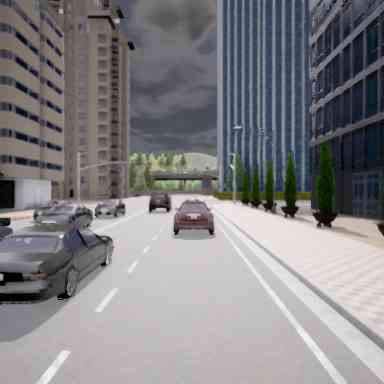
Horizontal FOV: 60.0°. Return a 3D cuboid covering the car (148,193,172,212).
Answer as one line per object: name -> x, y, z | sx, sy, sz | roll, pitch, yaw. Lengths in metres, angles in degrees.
car -> -3.420, 1.086, 36.409 | 2.150, 2.045, 5.566 | 0, 0, 1

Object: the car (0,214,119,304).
car -> -3.405, 1.517, 8.288 | 2.033, 1.411, 5.357 | 0, 0, 0

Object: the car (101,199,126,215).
car -> -7.024, 1.382, 29.086 | 2.128, 1.511, 4.902 | 0, 0, 0

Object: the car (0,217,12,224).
car -> -7.102, 1.512, 9.325 | 2.033, 1.411, 5.357 | 0, 0, 0

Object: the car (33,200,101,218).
car -> -7.088, 1.420, 18.837 | 2.128, 1.511, 4.902 | 0, 0, 0

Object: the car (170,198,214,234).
car -> 0.093, 1.282, 18.888 | 2.097, 1.767, 4.553 | 0, 0, 0

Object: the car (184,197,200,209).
car -> 0.072, 1.404, 42.773 | 1.994, 1.385, 4.181 | 0, 0, 1
